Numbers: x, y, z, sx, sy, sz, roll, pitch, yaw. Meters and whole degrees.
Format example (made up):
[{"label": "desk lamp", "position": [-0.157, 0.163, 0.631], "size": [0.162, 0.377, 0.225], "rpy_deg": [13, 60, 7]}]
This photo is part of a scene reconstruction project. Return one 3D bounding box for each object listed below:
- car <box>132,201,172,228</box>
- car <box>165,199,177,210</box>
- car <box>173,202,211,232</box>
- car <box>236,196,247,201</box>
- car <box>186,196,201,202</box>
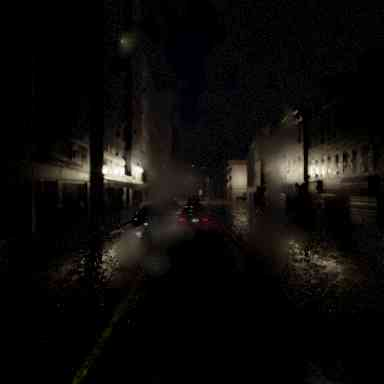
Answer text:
[{"label": "car", "position": [-2.779, 1.566, 22.845], "size": [2.033, 1.411, 5.357], "rpy_deg": [0, 0, 0]}, {"label": "car", "position": [-2.688, 1.581, 41.286], "size": [2.033, 1.411, 5.357], "rpy_deg": [0, 0, 0]}, {"label": "car", "position": [0.136, 1.565, 20.150], "size": [2.033, 1.411, 5.357], "rpy_deg": [0, 0, 0]}, {"label": "car", "position": [13.367, 1.769, 85.398], "size": [4.313, 1.339, 1.947], "rpy_deg": [0, -1, 0]}, {"label": "car", "position": [0.180, 1.391, 45.568], "size": [2.097, 1.767, 4.553], "rpy_deg": [0, 0, 0]}]
